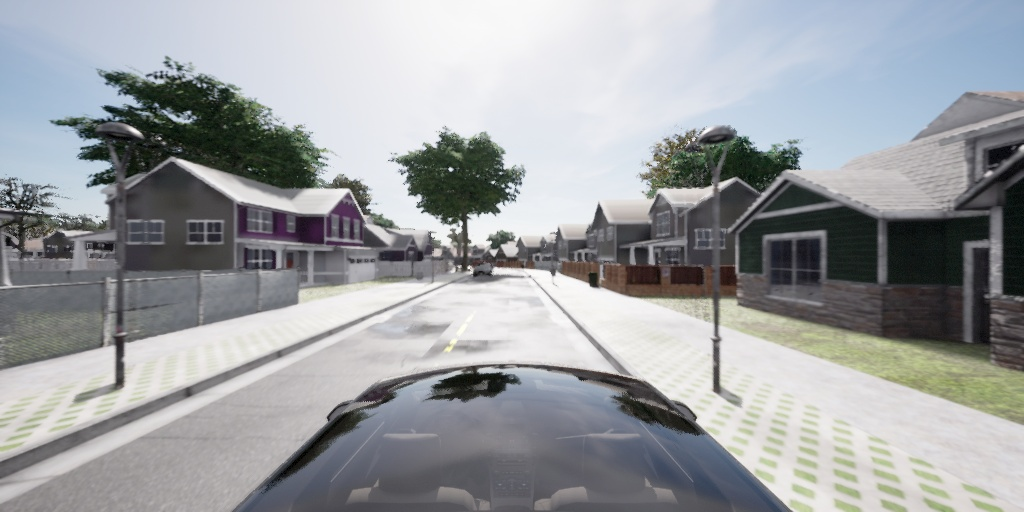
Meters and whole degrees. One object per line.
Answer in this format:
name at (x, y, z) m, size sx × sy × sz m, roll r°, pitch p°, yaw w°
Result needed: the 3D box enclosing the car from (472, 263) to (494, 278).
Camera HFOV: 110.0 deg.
car at (-2.851, 1.416, 36.006) m, size 1.837 × 1.490 × 4.892 m, roll 0°, pitch -1°, yaw 0°
